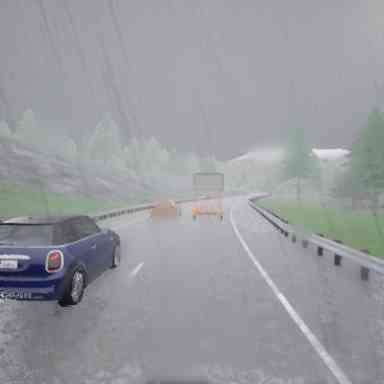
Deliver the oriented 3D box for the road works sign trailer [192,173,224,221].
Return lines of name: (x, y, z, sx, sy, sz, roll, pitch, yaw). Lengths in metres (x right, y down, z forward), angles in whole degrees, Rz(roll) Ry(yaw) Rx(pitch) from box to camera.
road works sign trailer: (1.262, 0.297, 25.769, 2.380, 3.560, 2.880, 0, 0, 7)

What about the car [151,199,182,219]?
car: (-1.956, 1.300, 26.799, 1.882, 1.535, 5.008, 0, 0, 5)

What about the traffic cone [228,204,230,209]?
traffic cone: (4.247, 1.708, 38.521, 0.340, 0.580, 0.340, 0, 0, 7)

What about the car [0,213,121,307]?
car: (-3.187, 1.295, 8.052, 2.097, 1.767, 4.553, 0, 0, 2)
